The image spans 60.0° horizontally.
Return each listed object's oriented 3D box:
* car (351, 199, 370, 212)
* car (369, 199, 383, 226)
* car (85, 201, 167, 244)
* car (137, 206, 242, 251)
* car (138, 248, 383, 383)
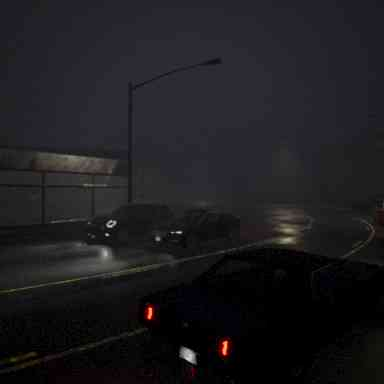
[{"bbox_3d":[20.198,1.491,38.222,2.128,1.511,4.902,0,0,-2],"label":"car"},{"bbox_3d":[13.959,1.477,23.264,1.882,1.535,5.008,0,0,22],"label":"car"},{"bbox_3d":[-2.824,1.352,16.131,2.097,1.767,4.553,0,0,41],"label":"car"},{"bbox_3d":[0.300,1.491,14.366,2.128,1.511,4.902,0,0,40],"label":"car"},{"bbox_3d":[1.601,1.600,5.344,4.718,1.301,1.895,0,0,-42],"label":"car"}]
